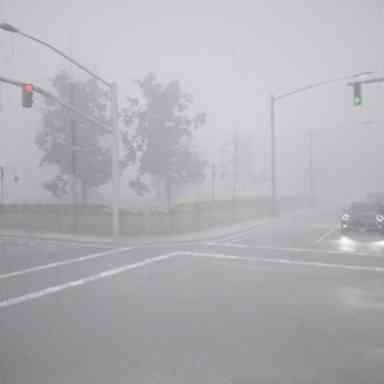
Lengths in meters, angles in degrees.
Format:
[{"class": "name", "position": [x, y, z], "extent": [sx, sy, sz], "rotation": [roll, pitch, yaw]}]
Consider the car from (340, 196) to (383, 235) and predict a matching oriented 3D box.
[{"class": "car", "position": [9.667, 1.308, 18.634], "extent": [2.097, 1.767, 4.553], "rotation": [-1, 0, 31]}]

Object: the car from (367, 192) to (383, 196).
[{"class": "car", "position": [20.136, 1.071, 36.386], "extent": [2.150, 2.045, 5.566], "rotation": [-1, 0, 31]}]
